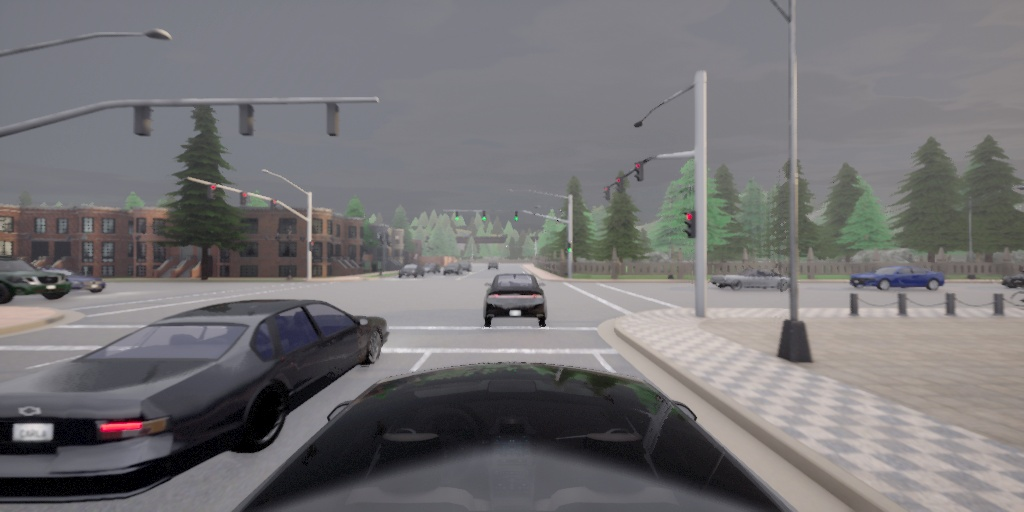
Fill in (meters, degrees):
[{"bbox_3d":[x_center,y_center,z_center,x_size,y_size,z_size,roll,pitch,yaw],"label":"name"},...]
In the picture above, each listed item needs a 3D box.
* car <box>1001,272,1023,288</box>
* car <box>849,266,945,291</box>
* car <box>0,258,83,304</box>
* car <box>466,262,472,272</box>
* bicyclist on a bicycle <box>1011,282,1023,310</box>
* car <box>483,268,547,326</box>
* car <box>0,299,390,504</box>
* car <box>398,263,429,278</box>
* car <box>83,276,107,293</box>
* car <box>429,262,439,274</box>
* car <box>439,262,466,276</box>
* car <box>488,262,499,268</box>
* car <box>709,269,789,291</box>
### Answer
[{"bbox_3d":[34.823,1.486,23.256,4.181,1.385,1.994,0,0,1],"label":"car"},{"bbox_3d":[24.849,1.398,23.276,5.008,1.535,1.882,0,0,0],"label":"car"},{"bbox_3d":[-23.966,1.084,16.472,5.566,2.045,2.150,0,0,-1],"label":"car"},{"bbox_3d":[-7.071,1.657,53.527,1.837,1.490,4.892,0,0,0],"label":"car"},{"bbox_3d":[18.246,1.137,12.302,0.582,1.620,1.656,0,-1,0],"label":"bicyclist on a bicycle"},{"bbox_3d":[0.093,1.323,12.004,2.128,1.511,4.902,0,0,0],"label":"car"},{"bbox_3d":[-3.447,1.323,5.071,2.033,1.411,5.357,0,0,-1],"label":"car"},{"bbox_3d":[-10.593,1.558,38.123,1.812,1.442,4.674,0,0,0],"label":"car"},{"bbox_3d":[-25.557,1.414,19.908,4.674,1.442,1.812,0,0,-1],"label":"car"},{"bbox_3d":[-10.599,1.594,47.231,2.128,1.511,4.902,0,0,0],"label":"car"},{"bbox_3d":[-7.104,1.579,43.543,1.837,1.490,4.892,0,0,0],"label":"car"},{"bbox_3d":[-3.418,1.750,65.412,1.837,1.490,4.892,0,0,0],"label":"car"},{"bbox_3d":[15.557,1.521,23.284,4.718,1.301,1.895,0,0,0],"label":"car"}]
